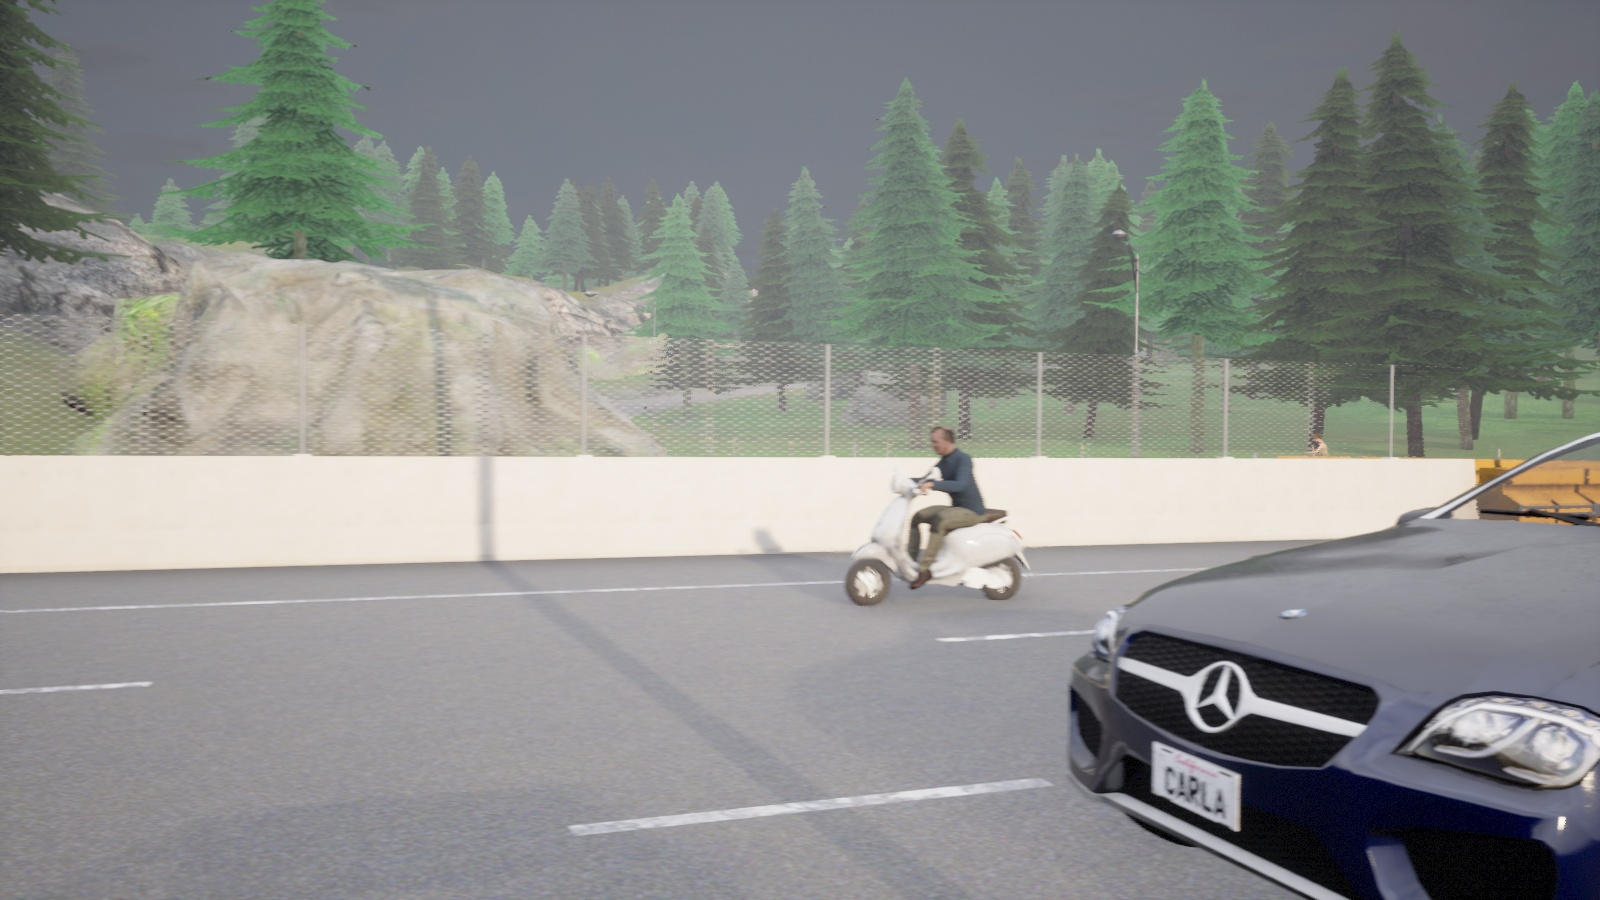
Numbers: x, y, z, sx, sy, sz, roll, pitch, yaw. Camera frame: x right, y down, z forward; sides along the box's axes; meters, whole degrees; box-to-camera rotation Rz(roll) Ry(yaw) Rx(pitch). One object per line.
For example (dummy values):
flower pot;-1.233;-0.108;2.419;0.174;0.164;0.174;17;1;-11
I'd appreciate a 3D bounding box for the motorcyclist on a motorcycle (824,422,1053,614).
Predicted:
motorcyclist on a motorcycle;1.227;0.556;11.191;1.817;1.590;0.866;-1;1;-21

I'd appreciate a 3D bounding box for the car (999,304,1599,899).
car;3.479;0.465;4.557;5.027;1.651;2.152;-1;1;-21
